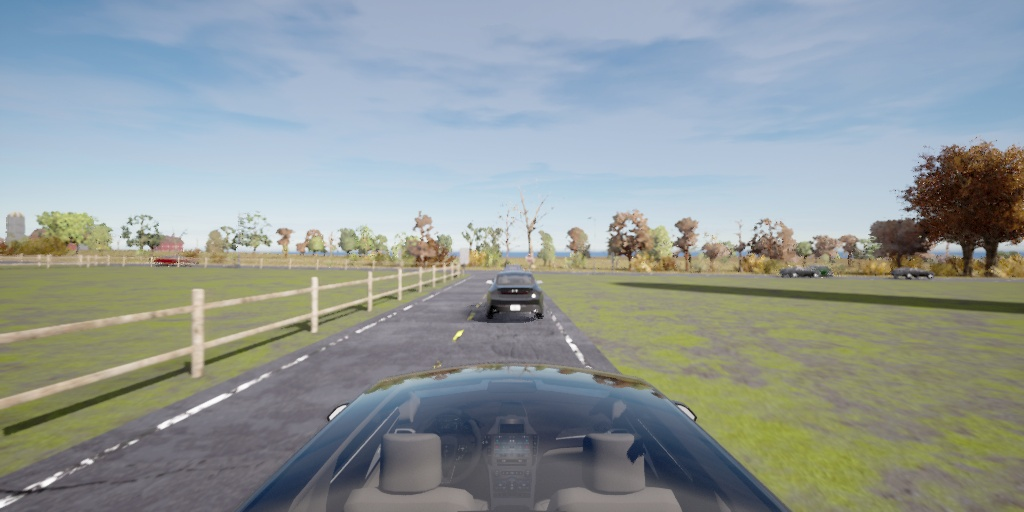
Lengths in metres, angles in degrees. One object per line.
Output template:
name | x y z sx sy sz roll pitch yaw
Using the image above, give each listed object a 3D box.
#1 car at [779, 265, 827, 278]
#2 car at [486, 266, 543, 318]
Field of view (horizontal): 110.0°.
car | 39.224 2.209 48.841 4.902 1.511 2.128 1 1 0
car | 0.099 1.306 13.211 1.837 1.490 4.892 0 0 0
